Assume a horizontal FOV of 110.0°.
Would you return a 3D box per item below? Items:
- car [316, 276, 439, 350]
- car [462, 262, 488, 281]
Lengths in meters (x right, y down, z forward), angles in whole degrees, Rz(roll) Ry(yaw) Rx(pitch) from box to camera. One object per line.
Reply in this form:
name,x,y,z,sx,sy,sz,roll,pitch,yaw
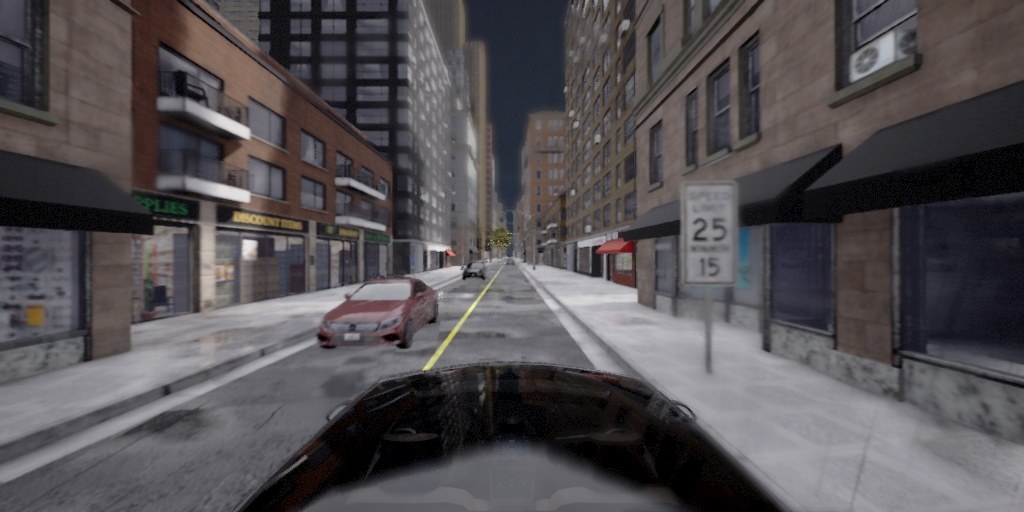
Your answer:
car,-3.122,1.289,9.306,1.812,1.442,4.674,0,1,0
car,-3.119,1.279,30.887,1.837,1.490,4.892,0,0,0
